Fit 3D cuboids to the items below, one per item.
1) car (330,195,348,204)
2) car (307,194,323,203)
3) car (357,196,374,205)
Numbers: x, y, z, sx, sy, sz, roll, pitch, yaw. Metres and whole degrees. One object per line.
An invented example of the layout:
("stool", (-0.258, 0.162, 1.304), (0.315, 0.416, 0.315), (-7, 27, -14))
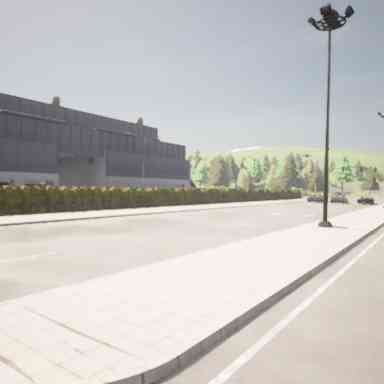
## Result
("car", (23.291, 1.190, 52.660), (1.994, 1.385, 4.181), (2, 1, 36))
("car", (20.342, 1.101, 54.549), (1.994, 1.385, 4.181), (2, 1, 36))
("car", (27.293, 1.313, 52.233), (1.895, 1.301, 4.718), (2, 1, 36))
